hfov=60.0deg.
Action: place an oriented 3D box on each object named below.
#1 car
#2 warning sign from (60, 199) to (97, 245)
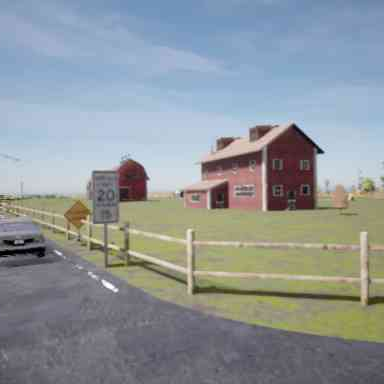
[{"bbox_3d":[-7.025,1.733,13.181,2.033,1.411,5.357,-1,0,-31],"label":"car"},{"bbox_3d":[-5.016,1.277,14.687,1.300,1.860,1.060,-1,0,-33],"label":"warning sign"}]
